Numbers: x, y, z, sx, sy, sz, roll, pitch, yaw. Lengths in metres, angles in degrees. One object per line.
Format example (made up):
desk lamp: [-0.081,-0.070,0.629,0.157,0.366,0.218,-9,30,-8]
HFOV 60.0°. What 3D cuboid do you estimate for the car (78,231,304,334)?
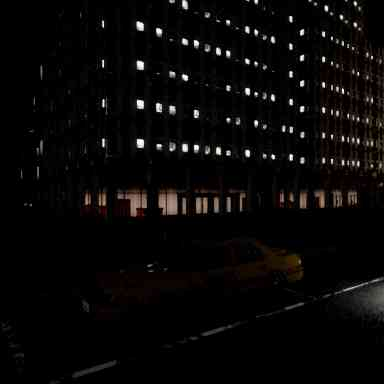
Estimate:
car: [0.254,1.525,6.746,4.829,1.417,1.752,0,0,-36]
